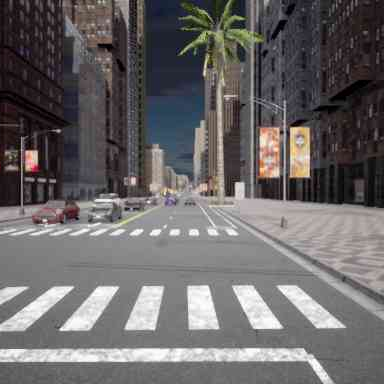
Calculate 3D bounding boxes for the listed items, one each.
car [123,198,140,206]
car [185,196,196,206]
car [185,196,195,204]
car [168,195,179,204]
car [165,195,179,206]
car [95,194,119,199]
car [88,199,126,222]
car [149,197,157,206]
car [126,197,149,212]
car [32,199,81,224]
[{"bbox_3d":[-10.111,1.633,55.942,1.895,1.301,4.718,0,0,0],"label":"car"},{"bbox_3d":[-0.319,1.581,56.139,2.033,1.411,5.357,0,0,0],"label":"car"},{"bbox_3d":[-0.378,1.533,66.561,1.882,1.535,5.008,0,0,0],"label":"car"},{"bbox_3d":[-3.628,1.407,66.513,2.097,1.767,4.553,0,0,0],"label":"car"},{"bbox_3d":[-3.571,1.560,56.537,1.812,1.442,4.674,0,0,0],"label":"car"},{"bbox_3d":[-10.064,1.231,39.423,2.150,2.045,5.566,0,0,0],"label":"car"},{"bbox_3d":[-6.741,1.529,26.194,1.812,1.442,4.674,0,0,0],"label":"car"},{"bbox_3d":[-6.865,1.524,55.240,2.128,1.511,4.902,0,0,0],"label":"car"},{"bbox_3d":[-6.817,1.558,40.010,2.033,1.411,5.357,0,0,0],"label":"car"},{"bbox_3d":[-9.986,1.355,24.784,2.097,1.767,4.553,0,0,0],"label":"car"}]
